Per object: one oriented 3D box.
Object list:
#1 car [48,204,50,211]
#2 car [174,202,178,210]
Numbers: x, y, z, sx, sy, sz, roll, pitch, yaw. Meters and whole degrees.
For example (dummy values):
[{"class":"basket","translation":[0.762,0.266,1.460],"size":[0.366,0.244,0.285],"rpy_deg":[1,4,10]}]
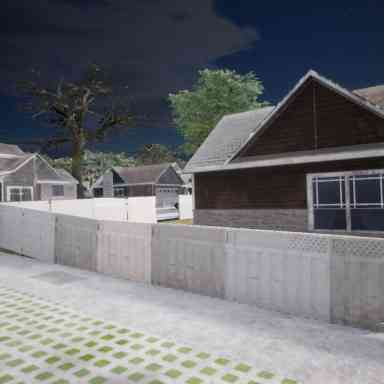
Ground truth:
[{"class":"car","translation":[-11.188,1.402,22.315],"size":[1.882,1.535,5.008],"rpy_deg":[-3,-1,36]},{"class":"car","translation":[0.011,1.293,37.634],"size":[1.895,1.301,4.718],"rpy_deg":[-3,-1,36]}]
